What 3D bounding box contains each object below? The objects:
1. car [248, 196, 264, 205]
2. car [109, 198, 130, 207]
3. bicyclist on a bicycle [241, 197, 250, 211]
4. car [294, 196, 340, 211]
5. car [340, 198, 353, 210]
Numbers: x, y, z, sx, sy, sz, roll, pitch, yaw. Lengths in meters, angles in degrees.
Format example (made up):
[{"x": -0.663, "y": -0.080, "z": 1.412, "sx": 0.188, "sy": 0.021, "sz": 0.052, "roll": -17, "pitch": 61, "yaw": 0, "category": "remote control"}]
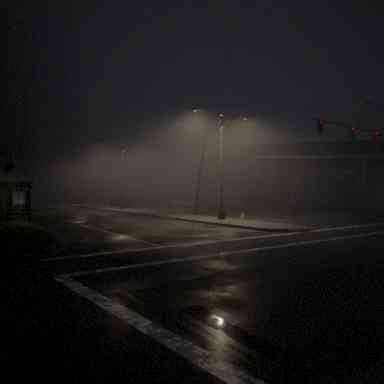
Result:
[{"x": 11.850, "y": 1.478, "z": 60.724, "sx": 1.882, "sy": 1.535, "sz": 5.008, "roll": 0, "pitch": 0, "yaw": 29, "category": "car"}, {"x": -11.092, "y": 1.564, "z": 50.726, "sx": 1.994, "sy": 1.385, "sz": 4.181, "roll": 0, "pitch": 0, "yaw": -35, "category": "car"}, {"x": 6.318, "y": 1.430, "z": 39.756, "sx": 1.656, "sy": 1.620, "sz": 0.582, "roll": -6, "pitch": -7, "yaw": -37, "category": "bicyclist on a bicycle"}, {"x": 13.896, "y": 1.295, "z": 38.116, "sx": 2.242, "sy": 1.667, "sz": 4.611, "roll": 0, "pitch": 0, "yaw": -35, "category": "car"}, {"x": 18.160, "y": 1.456, "z": 42.040, "sx": 1.970, "sy": 1.475, "sz": 3.806, "roll": 0, "pitch": 0, "yaw": -35, "category": "car"}]
